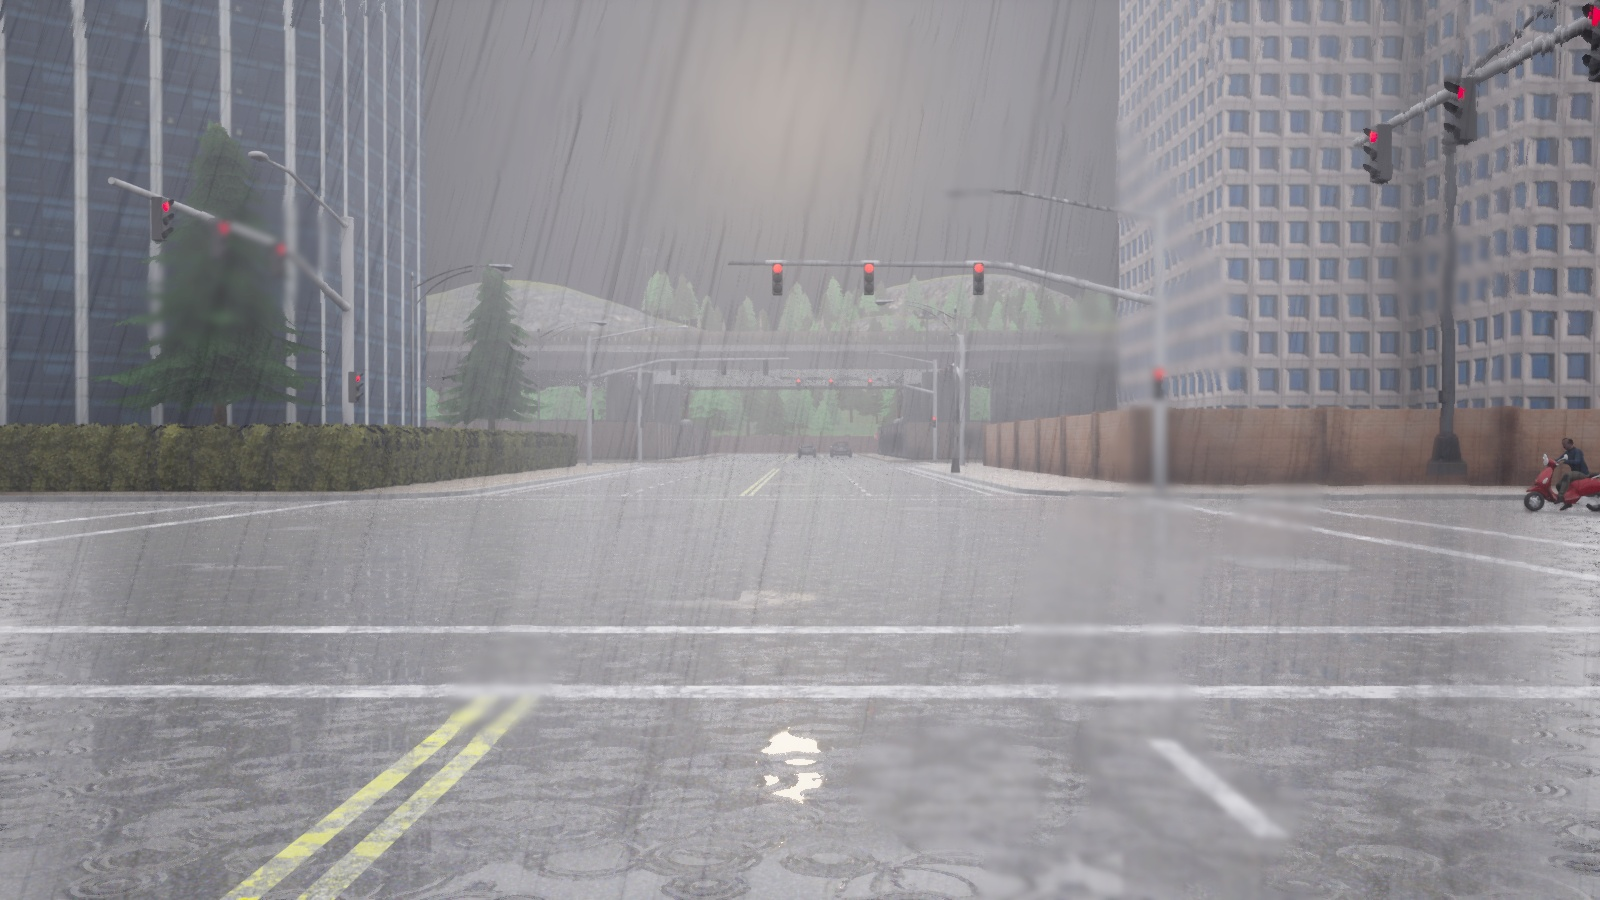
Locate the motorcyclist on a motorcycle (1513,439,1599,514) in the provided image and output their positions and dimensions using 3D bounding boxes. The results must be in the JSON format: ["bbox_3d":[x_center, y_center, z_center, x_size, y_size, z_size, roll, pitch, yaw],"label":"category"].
[{"bbox_3d":[16.568,0.560,27.136,1.817,1.590,0.866,0,0,1],"label":"motorcyclist on a motorcycle"}]
